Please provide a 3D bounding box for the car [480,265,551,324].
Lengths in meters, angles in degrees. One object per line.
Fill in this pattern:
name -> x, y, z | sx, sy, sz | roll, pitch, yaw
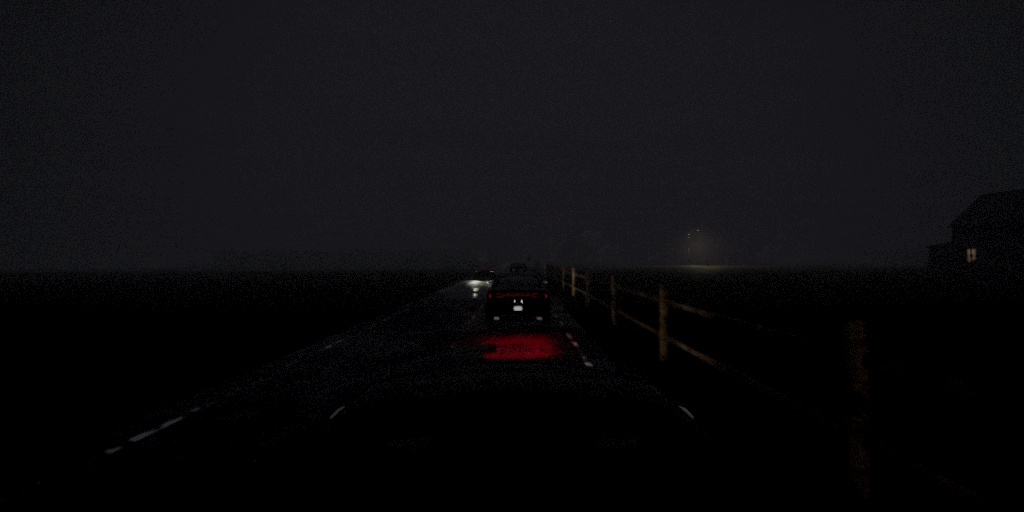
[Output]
car -> 0.208, 1.255, 12.092 | 1.882, 1.535, 5.008 | 0, 0, 1

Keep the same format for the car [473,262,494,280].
car -> -2.412, 1.319, 32.882 | 1.882, 1.535, 5.008 | 0, 0, 1

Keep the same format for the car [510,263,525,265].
car -> 0.524, 1.345, 32.426 | 1.837, 1.490, 4.892 | 0, 0, 1
